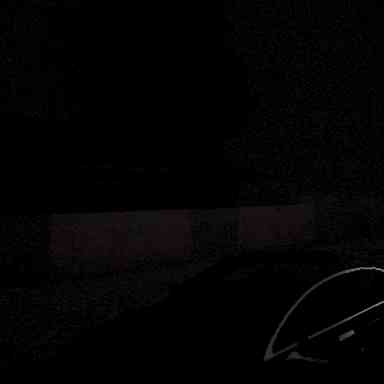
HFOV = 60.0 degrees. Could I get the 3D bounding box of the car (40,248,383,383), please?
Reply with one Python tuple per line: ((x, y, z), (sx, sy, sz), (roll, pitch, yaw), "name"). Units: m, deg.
((0.932, 1.500, 3.735), (4.892, 1.490, 1.837), (0, 0, -35), "car")
